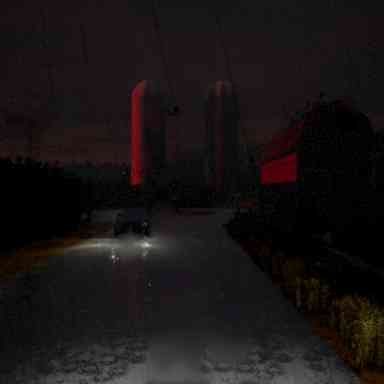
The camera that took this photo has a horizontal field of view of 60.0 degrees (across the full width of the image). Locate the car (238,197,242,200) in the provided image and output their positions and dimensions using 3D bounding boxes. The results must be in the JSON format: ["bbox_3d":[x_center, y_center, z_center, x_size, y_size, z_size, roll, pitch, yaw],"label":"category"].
[{"bbox_3d":[12.872,1.621,93.582,1.994,1.381,4.181,0,0,-1],"label":"car"}]

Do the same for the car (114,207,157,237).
[{"bbox_3d":[-3.109,1.587,19.073,1.882,1.535,5.008,0,0,0],"label":"car"}]
